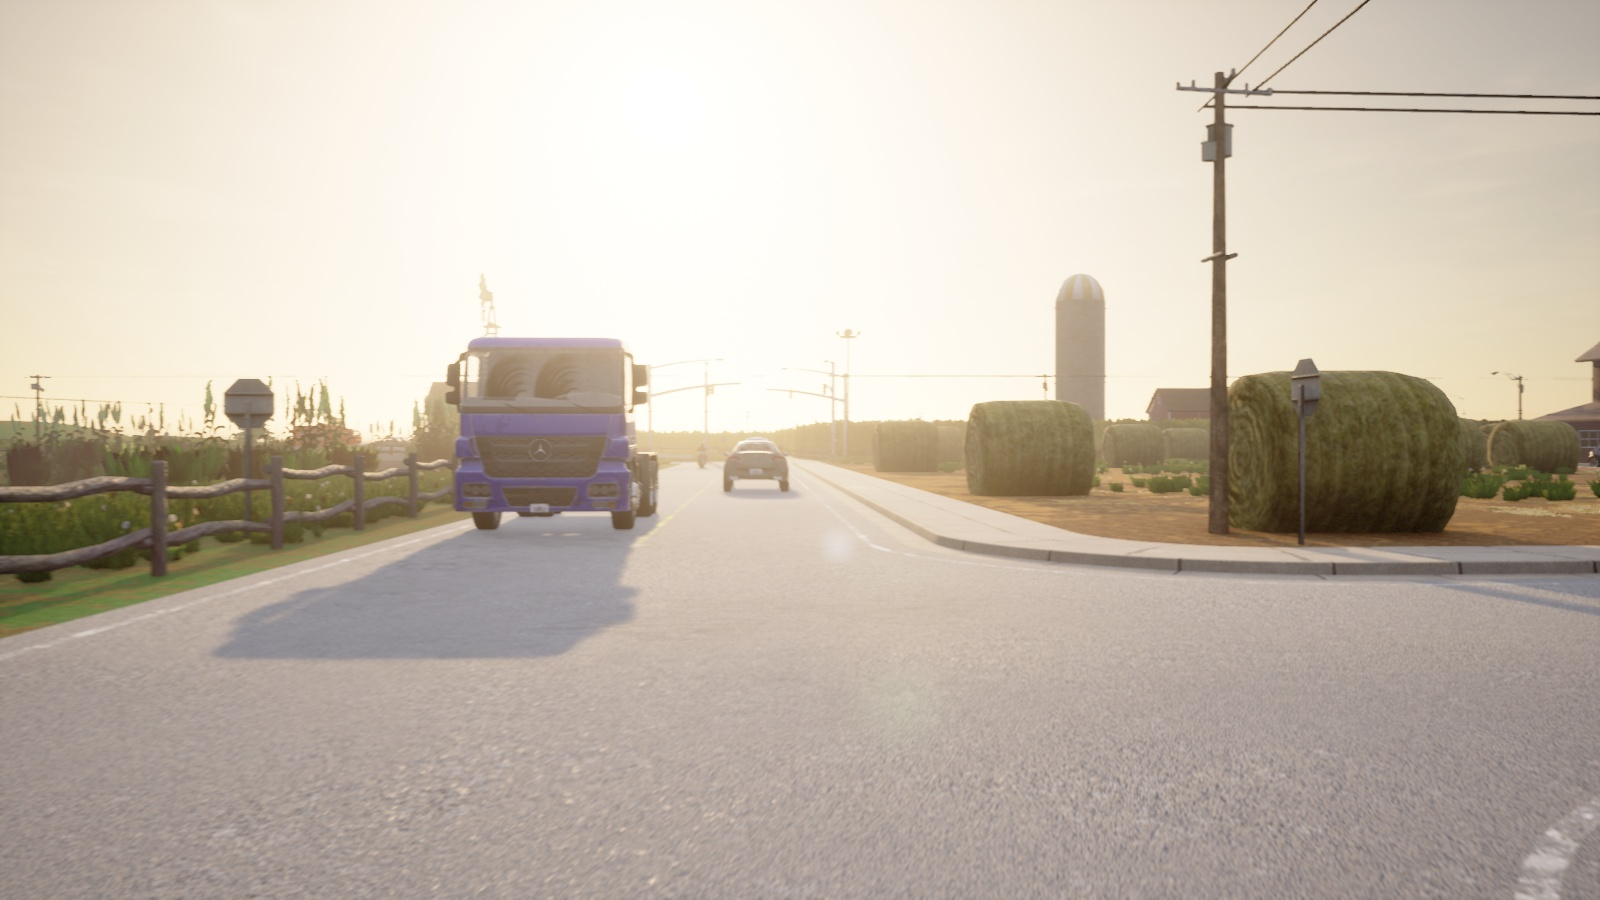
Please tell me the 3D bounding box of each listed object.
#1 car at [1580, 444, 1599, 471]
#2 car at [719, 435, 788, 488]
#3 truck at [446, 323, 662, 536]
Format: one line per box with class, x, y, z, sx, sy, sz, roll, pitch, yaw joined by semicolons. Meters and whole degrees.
car;51.154;0.467;78.041;2.033;1.649;4.856;0;0;-6
car;-1.551;0.351;41.774;2.152;1.651;5.027;0;0;-2
truck;-4.431;-0.344;24.388;2.891;3.462;7.936;0;0;-2
